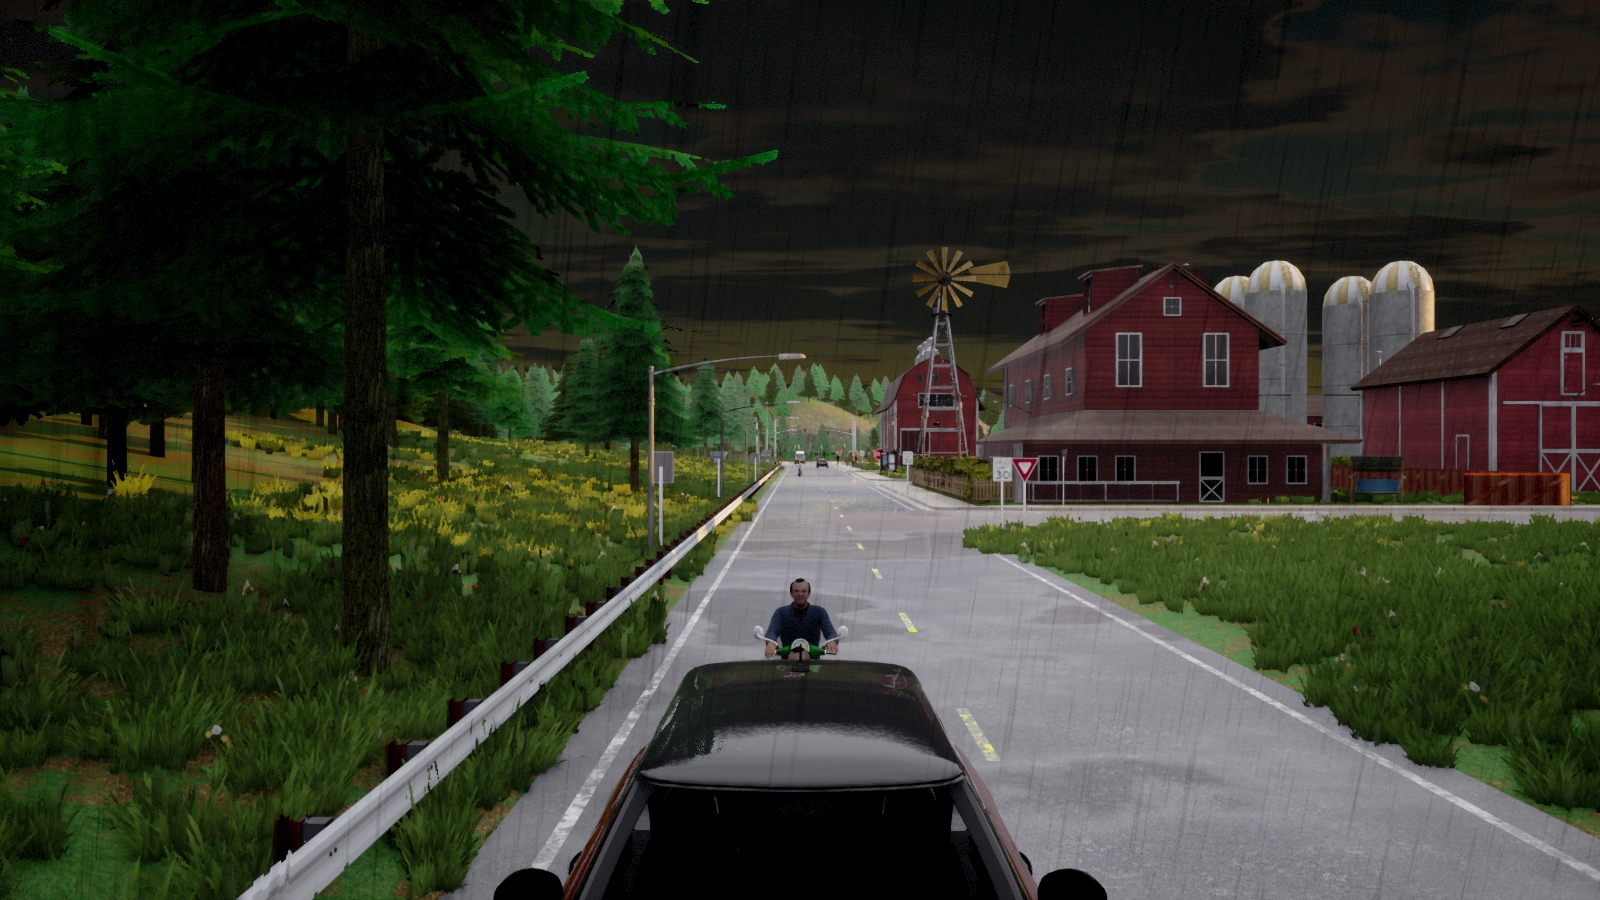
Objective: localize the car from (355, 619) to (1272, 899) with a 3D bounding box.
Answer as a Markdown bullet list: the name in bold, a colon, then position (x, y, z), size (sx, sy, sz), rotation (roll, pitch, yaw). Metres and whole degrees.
- **car**: position (0.032, 1.899, 4.503), size (2.097, 1.767, 4.553), rotation (0, 0, 0)

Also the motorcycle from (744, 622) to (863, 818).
- **motorcycle**: position (0.027, 2.229, 9.842), size (0.867, 1.251, 2.209), rotation (-2, -3, 0)
